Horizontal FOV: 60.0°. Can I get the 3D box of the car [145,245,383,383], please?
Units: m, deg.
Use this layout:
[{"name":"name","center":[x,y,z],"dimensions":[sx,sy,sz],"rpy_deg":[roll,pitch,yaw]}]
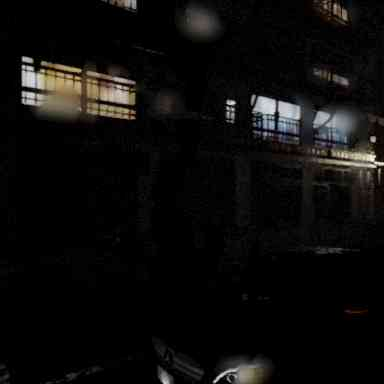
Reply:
[{"name":"car","center":[1.644,1.529,4.549],"dimensions":[4.674,1.442,1.812],"rpy_deg":[0,0,-35]}]
